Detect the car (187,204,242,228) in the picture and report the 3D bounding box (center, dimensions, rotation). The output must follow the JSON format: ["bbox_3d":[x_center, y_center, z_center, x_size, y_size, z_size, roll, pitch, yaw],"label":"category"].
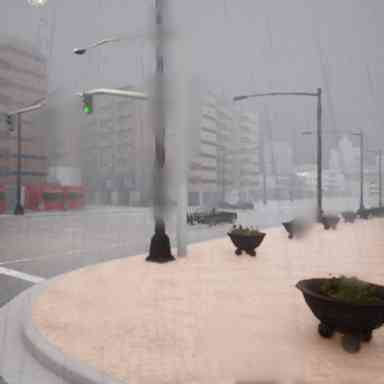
[{"bbox_3d":[1.498,1.790,24.283,1.895,1.301,4.718,0,-1,35],"label":"car"}]

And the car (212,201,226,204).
[{"bbox_3d":[4.246,2.086,52.489,1.812,1.442,4.674,0,-1,36],"label":"car"}]

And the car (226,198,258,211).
[{"bbox_3d":[7.815,2.125,51.453,2.033,1.411,5.357,0,-1,36],"label":"car"}]
